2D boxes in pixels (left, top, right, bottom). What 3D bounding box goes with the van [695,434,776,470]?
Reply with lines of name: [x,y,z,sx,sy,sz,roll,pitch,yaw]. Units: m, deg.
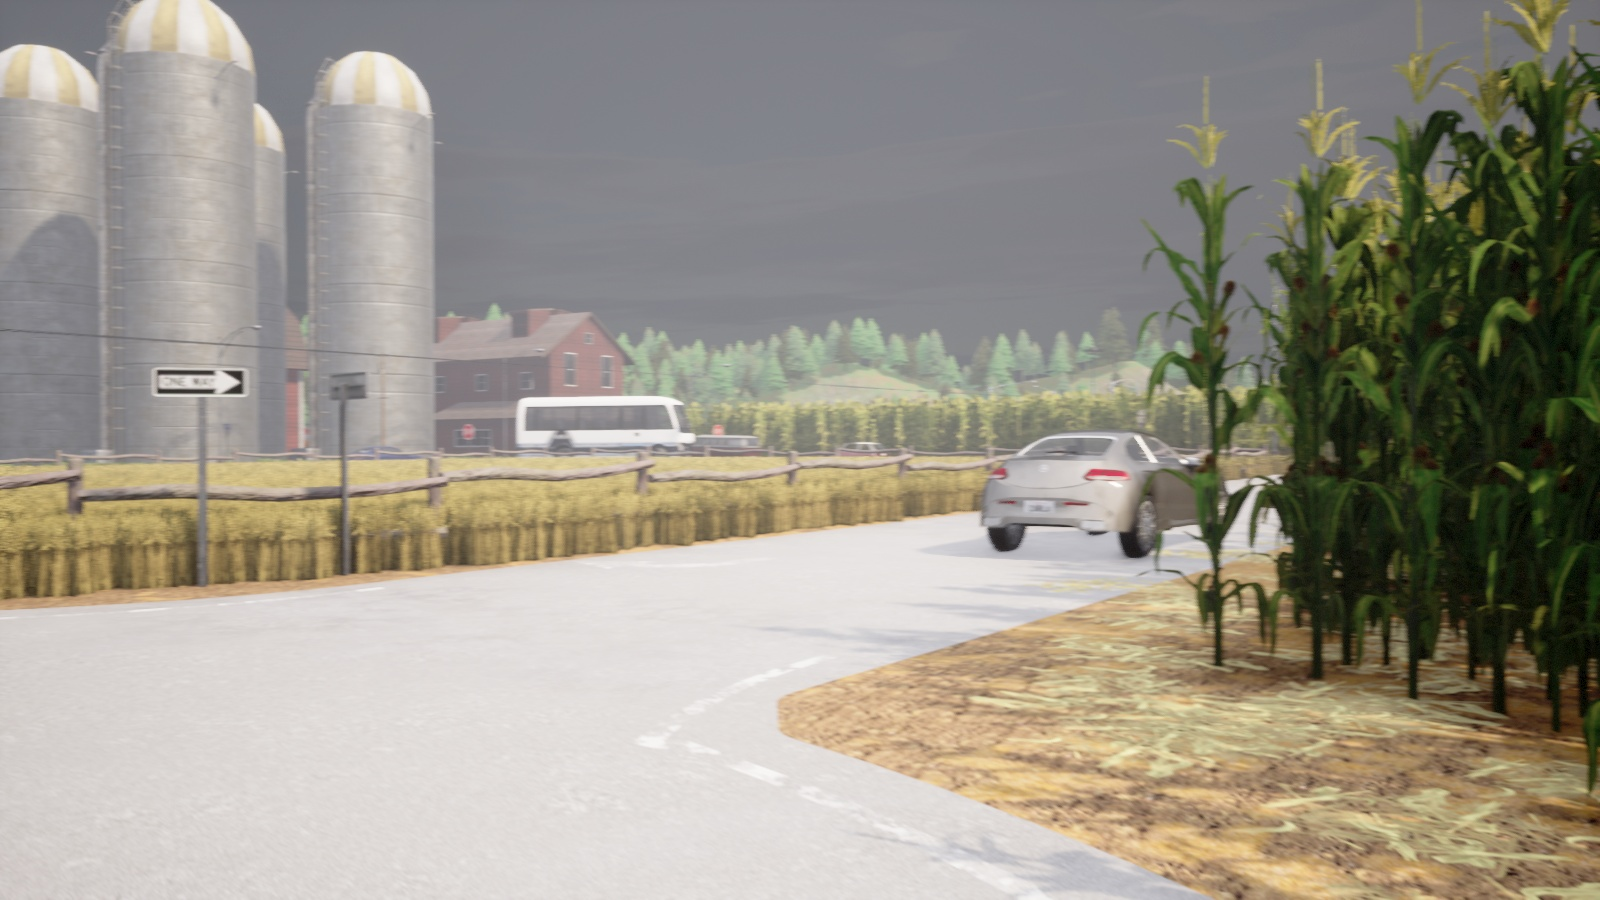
van: [-3.728,0.109,72.371,4.442,1.987,1.775,1,1,35]

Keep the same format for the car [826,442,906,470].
car: [3.531,0.298,67.394,3.806,1.475,1.970,0,0,34]

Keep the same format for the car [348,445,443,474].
car: [-21.372,0.467,66.553,1.812,1.442,4.674,0,0,34]

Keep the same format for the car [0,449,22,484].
car: [-33.215,0.654,49.178,1.994,1.385,4.181,0,0,34]

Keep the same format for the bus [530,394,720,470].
bus: [-10.155,-1.029,73.608,10.273,4.253,3.944,0,1,9]

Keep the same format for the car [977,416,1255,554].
car: [4.622,0.388,17.711,2.152,1.651,5.027,0,1,35]
